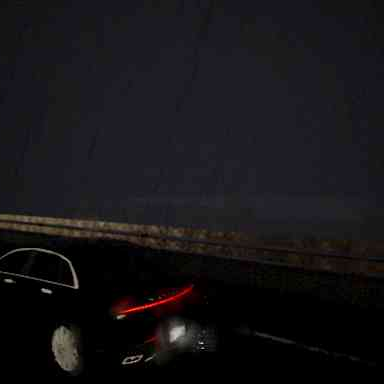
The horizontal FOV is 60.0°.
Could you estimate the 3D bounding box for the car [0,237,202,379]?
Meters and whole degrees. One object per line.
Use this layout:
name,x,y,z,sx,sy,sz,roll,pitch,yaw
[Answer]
car,-2.137,1.521,5.563,4.892,1.490,1.837,0,0,36
